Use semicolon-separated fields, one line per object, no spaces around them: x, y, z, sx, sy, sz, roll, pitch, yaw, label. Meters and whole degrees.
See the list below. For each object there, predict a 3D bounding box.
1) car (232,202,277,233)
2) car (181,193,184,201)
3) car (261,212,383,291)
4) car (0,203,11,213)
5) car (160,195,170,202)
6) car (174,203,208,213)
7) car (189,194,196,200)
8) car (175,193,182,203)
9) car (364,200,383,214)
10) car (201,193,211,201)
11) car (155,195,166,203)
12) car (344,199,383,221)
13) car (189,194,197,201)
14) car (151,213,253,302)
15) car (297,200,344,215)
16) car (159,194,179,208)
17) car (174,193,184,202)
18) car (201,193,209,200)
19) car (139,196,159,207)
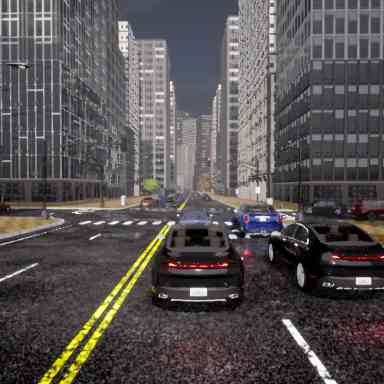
3.395;1.342;18.029;2.097;1.767;4.553;0;0;0;car
-3.099;1.469;67.430;1.812;1.442;4.674;0;0;1;car
3.373;1.500;8.946;1.837;1.490;4.892;0;0;0;car
-20.032;1.315;31.790;5.008;1.535;1.882;1;1;1;car
-6.298;1.453;77.922;1.812;1.442;4.674;0;0;0;car
0.146;1.538;17.794;2.033;1.411;5.357;0;0;0;car
0.234;1.387;90.175;1.882;1.535;5.008;0;0;0;car
-3.184;1.460;57.609;1.837;1.490;4.892;0;0;0;car
21.905;1.643;36.779;4.829;1.417;1.752;1;0;1;car
3.457;1.396;79.328;1.882;1.535;5.008;0;0;0;car
-6.343;1.420;67.651;1.882;1.535;5.008;0;0;0;car
16.274;1.519;28.507;5.009;1.841;2.192;1;0;1;car
0.208;1.450;80.180;1.812;1.442;4.674;0;0;0;car
0.119;1.501;8.239;1.837;1.490;4.892;0;0;0;car
13.420;1.590;34.445;4.892;1.490;1.837;1;1;3;car
-3.215;1.471;48.270;1.837;1.490;4.892;0;0;0;car
-3.048;1.154;77.882;2.150;2.045;5.566;0;0;0;car
3.483;1.097;89.717;2.097;1.767;4.553;0;0;0;car
-6.461;1.491;49.042;1.812;1.442;4.674;0;0;2;car
